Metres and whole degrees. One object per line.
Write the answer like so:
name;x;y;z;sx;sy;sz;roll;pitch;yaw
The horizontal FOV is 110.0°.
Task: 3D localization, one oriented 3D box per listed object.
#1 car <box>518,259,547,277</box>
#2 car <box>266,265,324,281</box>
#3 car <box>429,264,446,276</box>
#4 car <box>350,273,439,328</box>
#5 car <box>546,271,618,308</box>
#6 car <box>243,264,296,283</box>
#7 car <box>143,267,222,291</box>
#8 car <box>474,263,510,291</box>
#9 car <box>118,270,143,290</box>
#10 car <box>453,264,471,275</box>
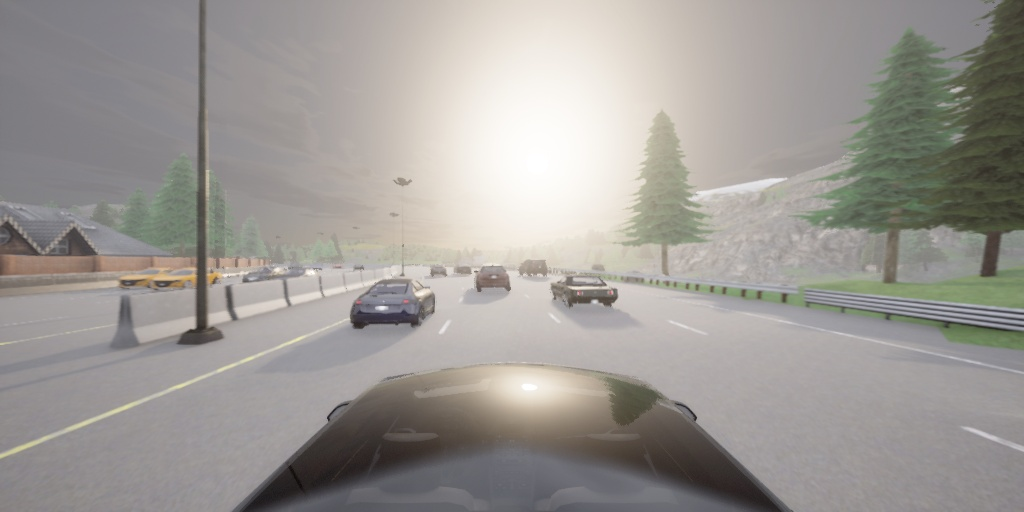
car;2.413;1.398;42.396;2.150;2.045;5.566;0;-1;-14
car;-16.385;1.667;27.716;2.033;1.411;5.357;0;-1;-10
car;-9.600;1.775;46.262;2.128;1.511;4.902;0;-1;-16
car;-3.767;1.446;11.999;1.994;1.385;4.181;0;-1;-4
car;2.996;1.489;16.048;1.895;1.301;4.718;0;-1;-5
car;-20.366;1.657;29.874;2.128;1.511;4.902;0;-1;-11
car;-23.182;1.614;25.785;1.882;1.535;5.008;0;-1;-10
car;-1.432;1.351;24.182;2.097;1.767;4.553;0;-1;-8
car;-26.993;1.651;27.242;1.882;1.535;5.008;0;-1;-10
car;-6.971;1.784;49.842;1.882;1.535;5.008;0;-1;-17
